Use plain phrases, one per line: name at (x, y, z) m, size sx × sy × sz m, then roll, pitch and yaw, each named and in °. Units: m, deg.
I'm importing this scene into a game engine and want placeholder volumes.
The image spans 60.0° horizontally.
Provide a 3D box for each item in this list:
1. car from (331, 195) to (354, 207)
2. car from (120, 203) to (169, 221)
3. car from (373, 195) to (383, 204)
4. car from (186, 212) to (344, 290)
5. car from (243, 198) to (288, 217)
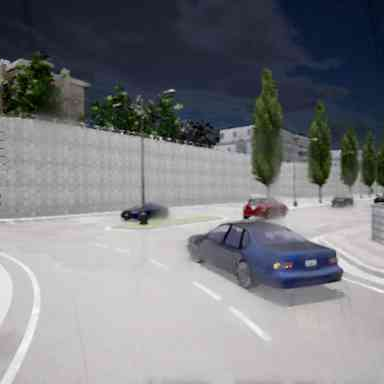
car at (19.706, 1.133, 43.477) m, size 2.128 × 1.511 × 4.902 m, roll -1°, pitch 0°, yaw 39°
car at (-3.815, 1.577, 27.395) m, size 1.994 × 1.385 × 4.181 m, roll -1°, pitch 0°, yaw 40°
car at (26.899, 1.094, 46.793) m, size 1.994 × 1.385 × 4.181 m, roll -1°, pitch 0°, yaw 39°
car at (1.527, 1.511, 9.146) m, size 2.033 × 1.411 × 5.357 m, roll -1°, pitch 0°, yaw -21°
car at (5.881, 1.224, 26.350) m, size 2.097 × 1.767 × 4.553 m, roll -1°, pitch 0°, yaw 38°
